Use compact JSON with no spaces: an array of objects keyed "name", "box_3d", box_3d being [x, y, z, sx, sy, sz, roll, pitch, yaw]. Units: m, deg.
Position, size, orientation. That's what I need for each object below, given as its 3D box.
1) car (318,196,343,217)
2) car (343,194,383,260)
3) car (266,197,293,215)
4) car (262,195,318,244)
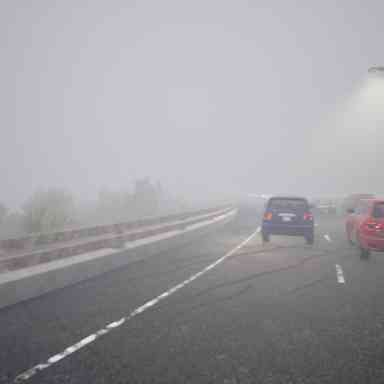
[{"name":"car","box_3d":[11.880,1.425,30.693,2.128,1.511,4.902,1,0,10]},{"name":"car","box_3d":[7.035,1.213,12.056,2.150,2.045,5.566,1,0,20]},{"name":"car","box_3d":[8.884,1.380,34.068,2.128,1.511,4.902,1,0,9]},{"name":"car","box_3d":[4.645,1.172,15.898,2.150,2.045,5.566,1,0,18]}]
